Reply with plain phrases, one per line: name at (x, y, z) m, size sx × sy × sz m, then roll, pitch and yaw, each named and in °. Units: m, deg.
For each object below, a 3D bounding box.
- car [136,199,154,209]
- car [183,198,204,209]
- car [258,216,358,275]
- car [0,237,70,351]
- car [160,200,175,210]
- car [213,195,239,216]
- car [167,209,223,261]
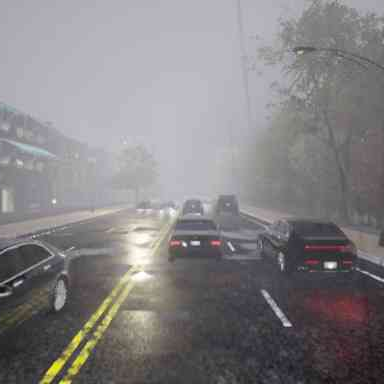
car at (-6.561, 1.666, 46.714) m, size 1.994 × 1.385 × 4.181 m, roll 0°, pitch 0°, yaw 0°
car at (0.113, 1.425, 33.814) m, size 2.097 × 1.767 × 4.553 m, roll 0°, pitch 0°, yaw 0°
car at (3.354, 1.528, 10.467) m, size 1.837 × 1.490 × 4.892 m, roll 0°, pitch 0°, yaw 0°
car at (-3.349, 1.516, 4.801) m, size 1.837 × 1.490 × 4.892 m, roll 0°, pitch 0°, yaw 0°
car at (-3.319, 1.699, 45.415) m, size 1.895 × 1.301 × 4.718 m, roll 0°, pitch 0°, yaw 0°
car at (3.362, 1.294, 33.551) m, size 2.150 × 2.045 × 5.566 m, roll 0°, pitch 0°, yaw 0°
car at (0.106, 1.575, 12.405) m, size 2.033 × 1.411 × 5.357 m, roll 0°, pitch 0°, yaw 0°
